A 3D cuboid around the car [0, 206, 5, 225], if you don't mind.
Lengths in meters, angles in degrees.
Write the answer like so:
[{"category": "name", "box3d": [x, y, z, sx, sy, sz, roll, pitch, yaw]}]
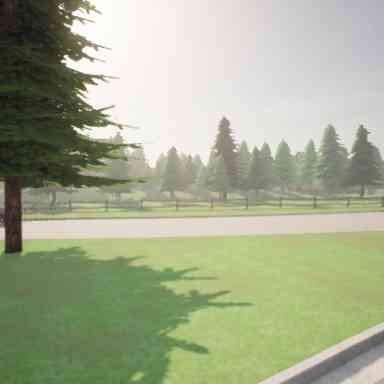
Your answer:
[{"category": "car", "box3d": [-15.268, 1.698, 24.452, 4.674, 1.442, 1.812, -1, 0, -14]}]
